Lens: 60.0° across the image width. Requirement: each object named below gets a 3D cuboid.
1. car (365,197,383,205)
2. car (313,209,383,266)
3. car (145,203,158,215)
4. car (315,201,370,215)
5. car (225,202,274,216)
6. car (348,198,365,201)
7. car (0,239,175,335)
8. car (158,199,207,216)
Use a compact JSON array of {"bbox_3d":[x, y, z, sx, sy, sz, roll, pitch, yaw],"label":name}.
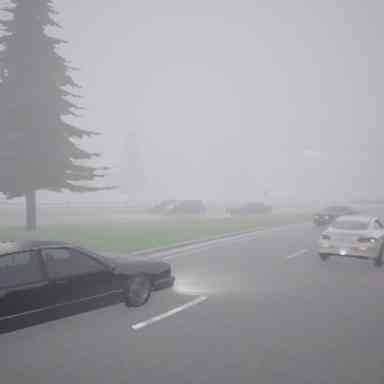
[{"bbox_3d":[32.976,1.599,58.583,4.181,1.385,1.994,0,0,-38],"label":"car"},{"bbox_3d":[5.880,1.543,11.705,1.812,1.442,4.674,-1,0,37],"label":"car"},{"bbox_3d":[-3.002,1.594,37.505,4.553,1.767,2.097,0,0,-27],"label":"car"},{"bbox_3d":[9.809,1.588,22.040,2.033,1.411,5.357,-1,0,41],"label":"car"},{"bbox_3d":[5.983,1.692,34.407,5.357,1.411,2.033,0,0,-31],"label":"car"},{"bbox_3d":[30.647,1.672,61.194,4.718,1.301,1.895,0,0,-39],"label":"car"},{"bbox_3d":[-2.854,1.611,6.092,5.357,1.411,2.033,0,0,-44],"label":"car"},{"bbox_3d":[-0.792,1.558,34.701,4.553,1.767,2.097,0,0,-27],"label":"car"}]
